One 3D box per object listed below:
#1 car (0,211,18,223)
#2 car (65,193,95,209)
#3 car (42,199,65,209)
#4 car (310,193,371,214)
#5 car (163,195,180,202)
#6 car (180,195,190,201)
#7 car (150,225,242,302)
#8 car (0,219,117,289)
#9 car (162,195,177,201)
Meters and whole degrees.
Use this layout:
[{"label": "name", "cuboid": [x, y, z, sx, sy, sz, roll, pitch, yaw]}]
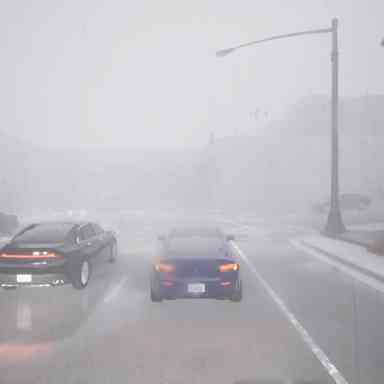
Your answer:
[{"label": "car", "cuboid": [-10.401, 1.549, 16.014, 2.033, 1.411, 5.357, 0, 0, 0]}, {"label": "car", "cuboid": [-14.692, 1.221, 44.831, 2.150, 2.045, 5.566, 0, 0, -1]}, {"label": "car", "cuboid": [-18.174, 1.601, 44.223, 1.895, 1.301, 4.718, 0, 0, -1]}, {"label": "car", "cuboid": [12.560, 0.891, 28.306, 4.892, 1.490, 1.837, -7, 0, 0]}, {"label": "car", "cuboid": [-4.566, 1.355, 75.360, 2.097, 1.767, 4.553, 0, 0, 6]}, {"label": "car", "cuboid": [-2.043, 1.524, 84.991, 1.812, 1.442, 4.674, 0, 0, 24]}, {"label": "car", "cuboid": [0.096, 1.526, 8.154, 1.812, 1.442, 4.674, 0, 0, 0]}, {"label": "car", "cuboid": [-3.393, 1.505, 9.169, 1.837, 1.490, 4.892, 0, 0, 0]}, {"label": "car", "cuboid": [-5.726, 1.552, 85.211, 1.994, 1.385, 4.181, 0, 0, 24]}]
